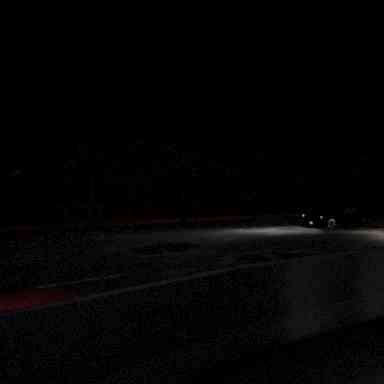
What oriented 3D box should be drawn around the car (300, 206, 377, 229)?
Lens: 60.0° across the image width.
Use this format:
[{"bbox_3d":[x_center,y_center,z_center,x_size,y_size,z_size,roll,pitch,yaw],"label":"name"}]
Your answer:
[{"bbox_3d":[9.130,1.532,20.772,4.718,1.301,1.895,0,0,-24],"label":"car"}]
